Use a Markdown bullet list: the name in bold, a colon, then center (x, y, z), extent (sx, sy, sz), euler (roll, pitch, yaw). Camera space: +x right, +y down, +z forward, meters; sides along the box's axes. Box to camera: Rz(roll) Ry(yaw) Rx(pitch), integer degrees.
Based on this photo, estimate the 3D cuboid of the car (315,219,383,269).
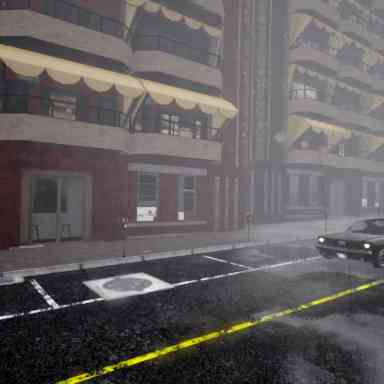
- **car**: center (6.290, 1.608, 11.268), extent (4.718, 1.301, 1.895), euler (0, 0, -36)
